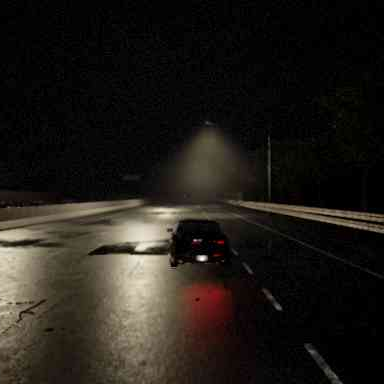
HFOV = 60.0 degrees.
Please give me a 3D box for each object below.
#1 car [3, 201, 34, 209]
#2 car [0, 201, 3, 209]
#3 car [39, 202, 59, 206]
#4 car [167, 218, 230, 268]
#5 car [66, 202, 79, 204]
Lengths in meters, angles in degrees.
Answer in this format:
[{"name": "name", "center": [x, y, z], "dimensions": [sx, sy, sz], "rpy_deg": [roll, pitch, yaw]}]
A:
[{"name": "car", "center": [-24.770, 2.062, 48.345], "dimensions": [1.837, 1.490, 4.892], "rpy_deg": [0, -1, 0]}, {"name": "car", "center": [-28.266, 2.048, 48.311], "dimensions": [2.128, 1.511, 4.902], "rpy_deg": [0, -1, 0]}, {"name": "car", "center": [-21.275, 2.137, 49.646], "dimensions": [1.994, 1.385, 4.181], "rpy_deg": [0, -1, 0]}, {"name": "car", "center": [0.179, 1.700, 11.839], "dimensions": [1.837, 1.490, 4.892], "rpy_deg": [0, -2, -3]}, {"name": "car", "center": [-17.779, 2.138, 49.792], "dimensions": [1.994, 1.385, 4.181], "rpy_deg": [0, -1, 0]}]
